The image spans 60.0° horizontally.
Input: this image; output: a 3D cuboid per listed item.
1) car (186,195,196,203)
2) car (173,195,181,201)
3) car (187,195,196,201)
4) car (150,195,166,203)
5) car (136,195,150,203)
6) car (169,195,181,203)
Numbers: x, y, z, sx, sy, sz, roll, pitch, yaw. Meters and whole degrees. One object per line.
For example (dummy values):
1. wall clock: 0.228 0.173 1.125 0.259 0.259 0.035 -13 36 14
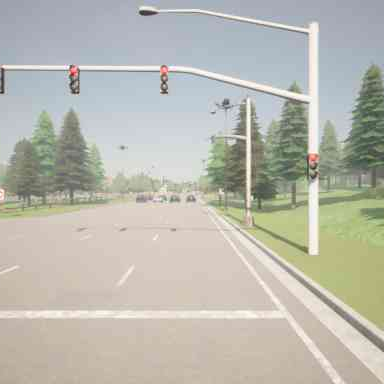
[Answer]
1. car: -0.141 1.345 70.716 2.097 1.767 4.553 0 0 0
2. car: -3.661 1.355 80.775 1.812 1.442 4.674 0 0 0
3. car: -0.161 1.383 80.782 1.994 1.385 4.181 0 0 0
4. car: -7.141 1.586 70.795 1.895 1.301 4.718 0 0 0
5. car: -10.640 1.490 70.341 1.837 1.490 4.892 0 0 0
6. car: -3.641 1.346 70.742 2.097 1.767 4.553 0 0 0
